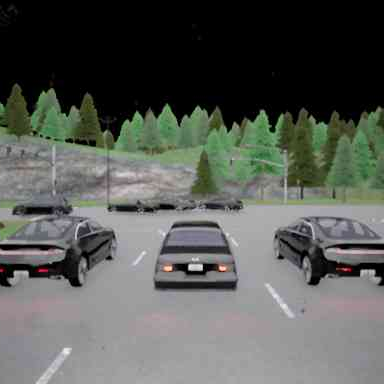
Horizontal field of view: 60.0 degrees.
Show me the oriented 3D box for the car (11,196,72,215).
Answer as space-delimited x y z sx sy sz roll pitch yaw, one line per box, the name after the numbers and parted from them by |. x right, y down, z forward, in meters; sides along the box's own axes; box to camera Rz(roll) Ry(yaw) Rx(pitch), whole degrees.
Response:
-12.496 1.136 27.817 4.553 1.767 2.097 0 1 -5 | car

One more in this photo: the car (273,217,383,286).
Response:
3.598 1.421 9.182 2.128 1.511 4.902 0 0 1 | car

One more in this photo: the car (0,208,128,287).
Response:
-3.403 1.420 9.087 2.128 1.511 4.902 0 0 0 | car

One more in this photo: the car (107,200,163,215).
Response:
-5.453 1.364 30.690 4.718 1.301 1.895 0 0 21 | car

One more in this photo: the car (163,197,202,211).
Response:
-1.959 1.239 32.867 4.902 1.511 2.128 0 0 29 | car

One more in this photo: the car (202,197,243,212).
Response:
2.869 1.244 34.055 4.892 1.490 1.837 0 -1 38 | car

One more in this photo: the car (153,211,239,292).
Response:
0.097 1.478 8.907 2.033 1.411 5.357 0 0 1 | car
